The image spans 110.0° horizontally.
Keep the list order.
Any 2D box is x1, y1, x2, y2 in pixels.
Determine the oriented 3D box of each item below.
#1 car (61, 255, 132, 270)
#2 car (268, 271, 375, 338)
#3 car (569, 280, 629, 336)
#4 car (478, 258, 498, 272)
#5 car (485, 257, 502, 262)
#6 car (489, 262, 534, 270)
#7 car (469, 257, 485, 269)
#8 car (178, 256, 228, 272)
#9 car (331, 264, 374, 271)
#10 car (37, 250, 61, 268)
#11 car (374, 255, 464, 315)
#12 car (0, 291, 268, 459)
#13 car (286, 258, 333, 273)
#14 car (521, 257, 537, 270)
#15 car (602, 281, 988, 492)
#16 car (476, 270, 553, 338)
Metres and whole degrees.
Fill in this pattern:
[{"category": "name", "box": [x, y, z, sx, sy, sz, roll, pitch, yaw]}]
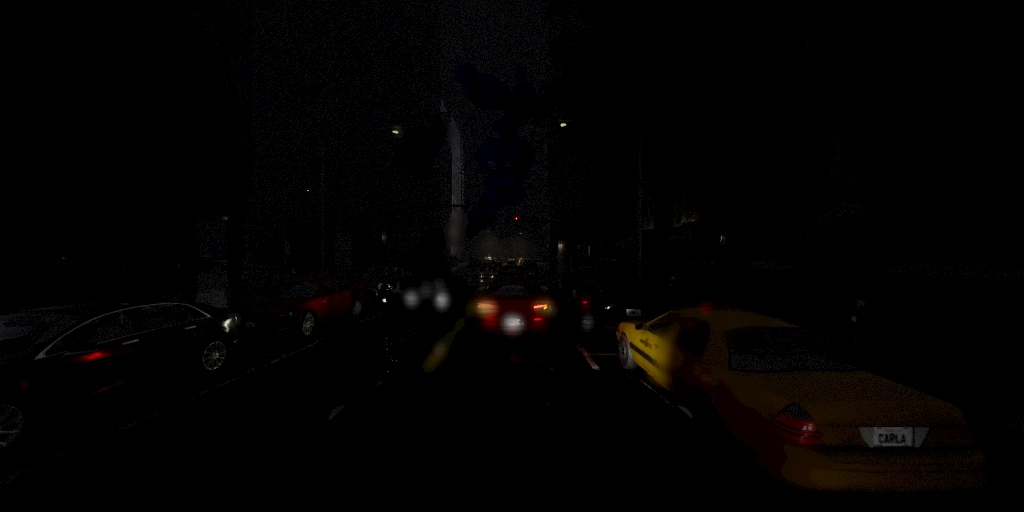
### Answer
[{"category": "car", "box": [-37.280, 0.622, 32.486, 4.181, 1.385, 1.994, 1, 0, -1]}, {"category": "car", "box": [-5.772, 1.295, 10.183, 1.888, 1.381, 4.507, 0, 0, 0]}, {"category": "car", "box": [2.754, 1.316, 10.195, 1.948, 1.339, 4.313, 0, 0, 0]}, {"category": "car", "box": [-3.153, 1.285, 47.915, 1.812, 1.442, 4.674, 0, 0, 0]}, {"category": "car", "box": [-3.152, 1.328, 57.882, 1.994, 1.385, 4.181, 0, 0, 0]}, {"category": "car", "box": [-0.002, 1.256, 18.895, 1.837, 1.490, 4.892, 0, 0, 0]}, {"category": "car", "box": [-5.830, 1.079, 58.504, 2.192, 1.841, 5.009, 0, 0, 0]}, {"category": "car", "box": [-27.357, 0.752, 32.511, 4.892, 1.490, 1.837, 1, 0, 0]}, {"category": "car", "box": [-5.778, 1.190, 15.640, 1.967, 1.591, 4.097, 0, 0, 0]}, {"category": "car", "box": [-47.613, 0.217, 35.653, 4.553, 1.767, 2.097, 1, 0, 1]}, {"category": "car", "box": [-3.161, 0.973, 13.900, 2.150, 2.045, 5.566, 0, 0, -1]}, {"category": "car", "box": [-5.765, 1.300, 4.726, 2.007, 1.370, 4.403, 0, 0, 0]}, {"category": "car", "box": [-17.858, 0.936, 32.540, 4.892, 1.490, 1.837, 1, 0, 0]}, {"category": "car", "box": [2.702, 1.202, 53.077, 1.967, 1.591, 4.097, 0, 0, 0]}, {"category": "car", "box": [2.760, 1.275, 4.908, 1.751, 1.417, 4.829, 0, 0, 0]}, {"category": "car", "box": [0.060, 1.276, 10.028, 1.812, 1.442, 4.674, 0, 0, 0]}]
